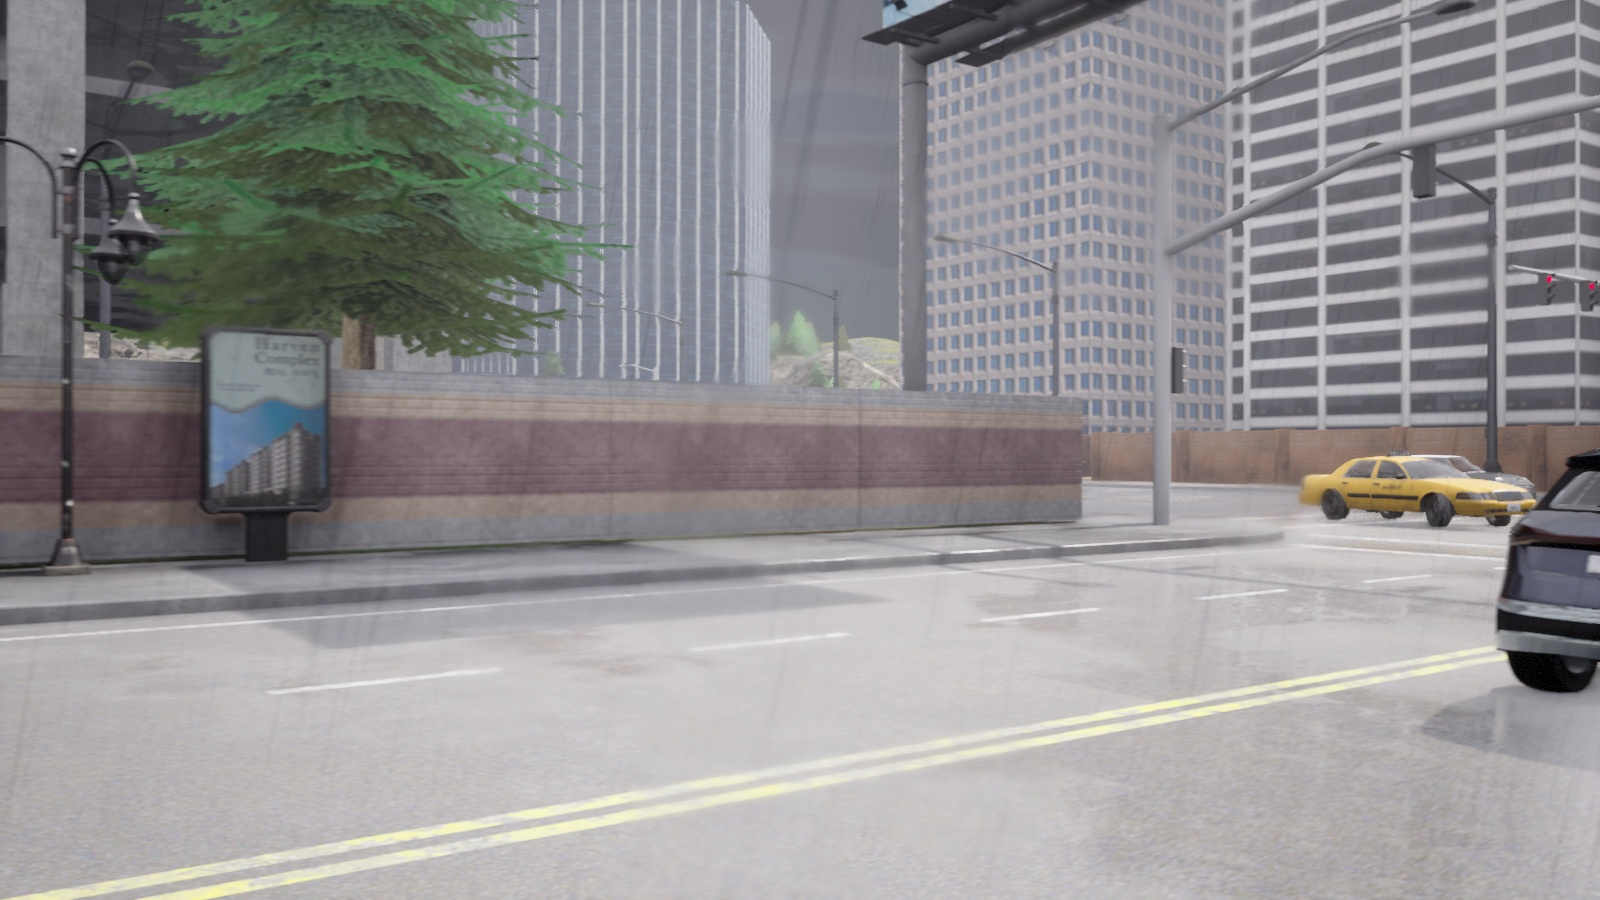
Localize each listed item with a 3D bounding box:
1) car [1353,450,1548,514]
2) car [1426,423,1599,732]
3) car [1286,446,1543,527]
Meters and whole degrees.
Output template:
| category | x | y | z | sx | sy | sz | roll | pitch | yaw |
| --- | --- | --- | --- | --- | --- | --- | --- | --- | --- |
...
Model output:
| category | x | y | z | sx | sy | sz | roll | pitch | yaw |
| --- | --- | --- | --- | --- | --- | --- | --- | --- | --- |
| car | 16.006 | 0.752 | 31.037 | 1.970 | 1.475 | 3.806 | 0 | 0 | -39 |
| car | 6.313 | 0.681 | 8.054 | 4.856 | 1.649 | 2.033 | 0 | 0 | -35 |
| car | 13.099 | 0.723 | 27.257 | 1.801 | 1.575 | 5.366 | 0 | 0 | -17 |
